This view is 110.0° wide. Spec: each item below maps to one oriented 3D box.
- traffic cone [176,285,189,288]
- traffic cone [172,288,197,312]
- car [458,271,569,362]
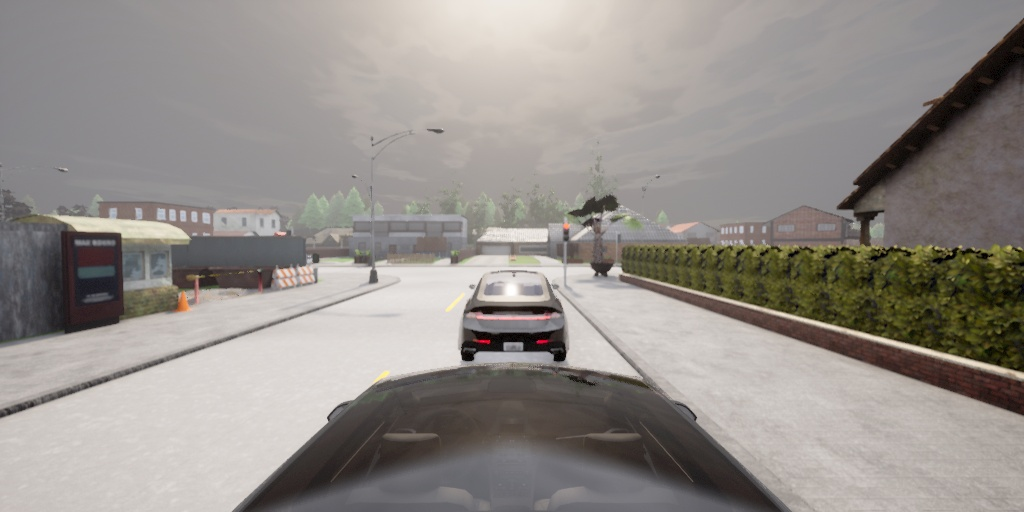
[{"bbox_3d":[-10.392,1.272,11.073,0.344,0.586,0.344,0,0,0],"label":"traffic cone"},{"bbox_3d":[-9.672,1.318,10.554,0.344,0.586,0.344,0,0,0],"label":"traffic cone"},{"bbox_3d":[0.042,1.051,7.709,2.128,1.511,4.902,0,2,1],"label":"car"}]
